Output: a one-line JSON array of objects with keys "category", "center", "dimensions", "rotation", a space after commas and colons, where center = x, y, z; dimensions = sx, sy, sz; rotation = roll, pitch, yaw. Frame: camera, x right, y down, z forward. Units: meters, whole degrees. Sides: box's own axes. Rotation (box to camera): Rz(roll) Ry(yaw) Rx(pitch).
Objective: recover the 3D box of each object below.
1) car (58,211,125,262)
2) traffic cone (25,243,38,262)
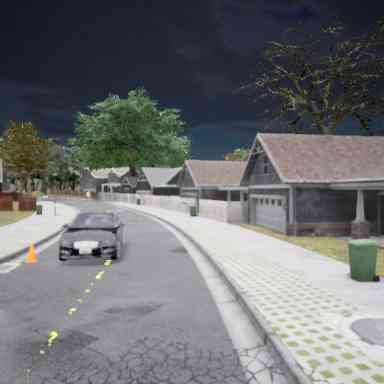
[{"category": "car", "center": [-3.527, 1.493, 12.303], "dimensions": [2.128, 1.511, 4.902], "rotation": [0, 0, -9]}, {"category": "traffic cone", "center": [-5.198, 1.958, 10.796], "dimensions": [0.340, 0.580, 0.340], "rotation": [0, 0, -7]}]
